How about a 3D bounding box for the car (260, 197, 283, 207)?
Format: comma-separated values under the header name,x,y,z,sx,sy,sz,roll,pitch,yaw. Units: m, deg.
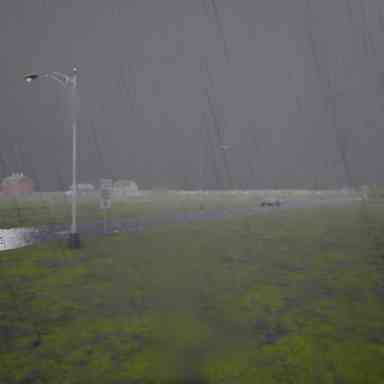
name,x,y,z,sx,sy,sz,roll,pitch,yaw
car,12.340,1.518,51.340,2.033,1.411,5.357,1,0,34
